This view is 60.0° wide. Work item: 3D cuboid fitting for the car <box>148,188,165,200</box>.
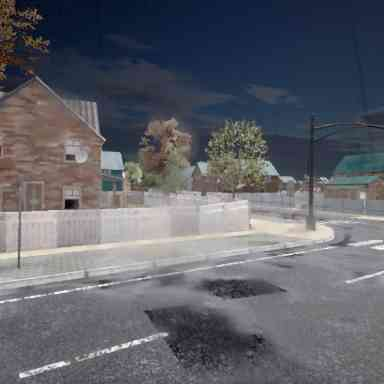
[{"bbox_3d":[-6.664,0.336,61.598,2.150,2.045,5.566,1,0,-21],"label":"car"}]
